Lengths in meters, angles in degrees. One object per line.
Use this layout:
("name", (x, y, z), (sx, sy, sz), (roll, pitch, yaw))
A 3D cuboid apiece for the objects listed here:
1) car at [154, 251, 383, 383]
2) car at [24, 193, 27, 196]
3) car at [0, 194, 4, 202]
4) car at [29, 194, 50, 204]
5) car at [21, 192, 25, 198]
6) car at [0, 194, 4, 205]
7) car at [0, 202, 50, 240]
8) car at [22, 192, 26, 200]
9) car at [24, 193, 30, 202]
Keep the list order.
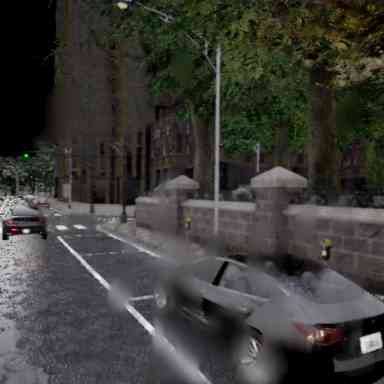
("car", (0.873, 1.590, 5.280), (1.947, 1.339, 4.313), (1, 0, -28))
("car", (-29.860, 1.366, 62.138), (1.887, 1.381, 4.507), (1, 0, -28))
("car", (-38.596, 1.169, 66.185), (1.994, 1.385, 4.181), (1, 0, -28))
("car", (-19.516, 1.325, 43.004), (1.967, 1.590, 4.097), (1, 0, -28))
("car", (-40.284, 1.285, 81.421), (1.752, 1.417, 4.829), (1, 0, -28))
("car", (-31.082, 1.270, 52.233), (2.128, 1.511, 4.902), (1, 0, -28))
("car", (-8.367, 1.449, 16.688), (1.837, 1.490, 4.892), (1, 0, -28))
("car", (-35.112, 1.315, 71.854), (1.752, 1.417, 4.829), (1, 0, -28))
("car", (-27.274, 1.387, 57.354), (2.008, 1.369, 4.403), (1, 0, -28))
